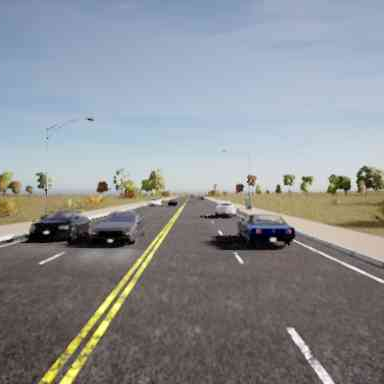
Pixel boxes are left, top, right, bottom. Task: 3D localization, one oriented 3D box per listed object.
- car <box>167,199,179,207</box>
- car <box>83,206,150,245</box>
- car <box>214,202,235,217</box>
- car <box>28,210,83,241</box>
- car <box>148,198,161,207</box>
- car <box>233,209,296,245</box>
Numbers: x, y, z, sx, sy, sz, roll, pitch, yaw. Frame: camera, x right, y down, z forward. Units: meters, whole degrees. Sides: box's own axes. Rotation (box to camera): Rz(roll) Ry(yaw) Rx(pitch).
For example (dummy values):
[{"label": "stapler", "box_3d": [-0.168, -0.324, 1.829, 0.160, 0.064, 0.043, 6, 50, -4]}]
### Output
[{"label": "car", "box_3d": [-3.288, 1.885, 58.437, 1.895, 1.301, 4.718, 0, 0, 1]}, {"label": "car", "box_3d": [-3.349, 1.627, 16.296, 2.033, 1.411, 5.357, 0, 0, 0]}, {"label": "car", "box_3d": [3.355, 1.691, 33.822, 1.812, 1.442, 4.674, 0, 0, 0]}, {"label": "car", "box_3d": [-6.599, 1.647, 17.054, 1.994, 1.385, 4.181, 0, 0, 0]}, {"label": "car", "box_3d": [-6.542, 1.810, 58.446, 1.812, 1.442, 4.674, 0, 0, 1]}, {"label": "car", "box_3d": [3.352, 1.679, 15.936, 1.895, 1.301, 4.718, 0, 0, 0]}]
